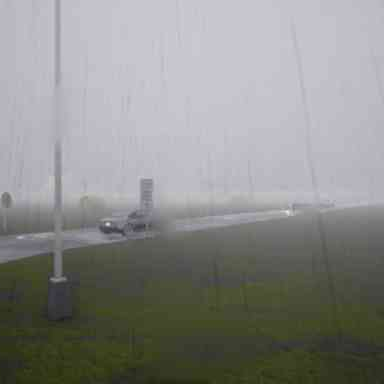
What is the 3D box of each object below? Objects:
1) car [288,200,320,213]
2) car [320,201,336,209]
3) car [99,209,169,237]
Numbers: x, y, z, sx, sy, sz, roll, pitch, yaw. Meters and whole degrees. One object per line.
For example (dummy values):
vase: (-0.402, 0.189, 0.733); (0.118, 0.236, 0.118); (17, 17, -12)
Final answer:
car: (14.510, 1.798, 42.968); (1.882, 1.535, 5.008); (0, -1, 37)
car: (20.731, 1.982, 51.432); (1.895, 1.301, 4.718); (0, -1, 37)
car: (-3.233, 1.679, 19.121); (1.994, 1.385, 4.181); (0, -1, 37)
